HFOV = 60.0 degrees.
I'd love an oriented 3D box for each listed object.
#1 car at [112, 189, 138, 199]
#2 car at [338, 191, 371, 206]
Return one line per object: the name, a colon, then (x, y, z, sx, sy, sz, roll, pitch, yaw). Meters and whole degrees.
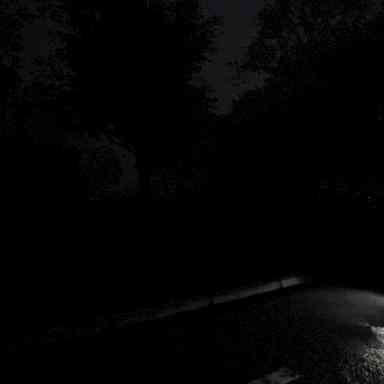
car: (-8.495, 0.309, 44.564, 4.181, 1.385, 1.994, 1, 0, -33)
car: (16.651, 0.665, 36.025, 1.882, 1.535, 5.008, 0, 1, -34)
